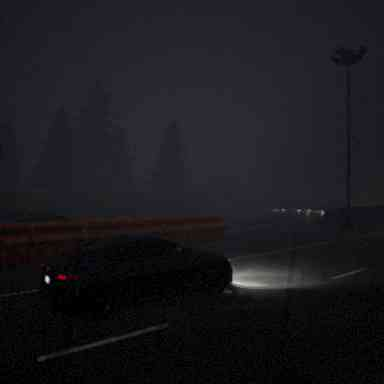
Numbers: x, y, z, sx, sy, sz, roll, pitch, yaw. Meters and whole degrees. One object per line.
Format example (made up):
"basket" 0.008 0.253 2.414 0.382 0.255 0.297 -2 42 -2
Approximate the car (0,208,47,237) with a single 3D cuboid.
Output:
"car" -10.406 1.645 18.182 4.181 1.385 1.994 0 0 -36

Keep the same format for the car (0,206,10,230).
"car" -13.748 1.609 20.063 4.674 1.442 1.812 1 0 -36

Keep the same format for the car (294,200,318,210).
"car" 17.522 1.875 50.040 1.812 1.442 4.674 0 0 38

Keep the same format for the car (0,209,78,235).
"car" -7.538 1.639 15.942 4.181 1.385 1.994 0 0 -36

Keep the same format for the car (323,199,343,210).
"car" 20.470 1.838 48.113 2.128 1.511 4.902 0 0 38

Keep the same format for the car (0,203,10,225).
"car" -15.563 1.574 23.066 5.008 1.535 1.882 0 0 -36

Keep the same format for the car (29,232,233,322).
"car" -1.074 1.606 7.386 4.181 1.385 1.994 0 0 -37

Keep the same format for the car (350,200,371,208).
"car" 23.388 1.820 46.157 1.882 1.535 5.008 0 0 38

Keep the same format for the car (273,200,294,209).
"car" 14.609 1.900 51.941 2.033 1.411 5.357 0 0 39
